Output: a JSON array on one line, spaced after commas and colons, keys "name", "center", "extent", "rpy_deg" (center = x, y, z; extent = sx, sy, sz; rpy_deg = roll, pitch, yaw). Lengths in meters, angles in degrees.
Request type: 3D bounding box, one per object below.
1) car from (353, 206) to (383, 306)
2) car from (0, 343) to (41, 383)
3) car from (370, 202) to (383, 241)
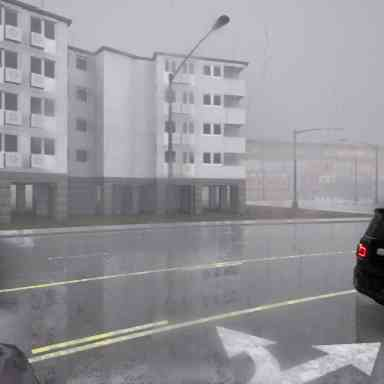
[{"name": "car", "center": [5.658, 1.225, 6.275], "extent": [5.566, 2.045, 2.150], "rpy_deg": [0, 0, -23]}, {"name": "car", "center": [-3.350, 1.546, 1.213], "extent": [5.357, 1.411, 2.033], "rpy_deg": [0, 0, -37]}, {"name": "car", "center": [11.057, 1.358, 15.665], "extent": [4.553, 1.767, 2.097], "rpy_deg": [0, 0, -16]}]
